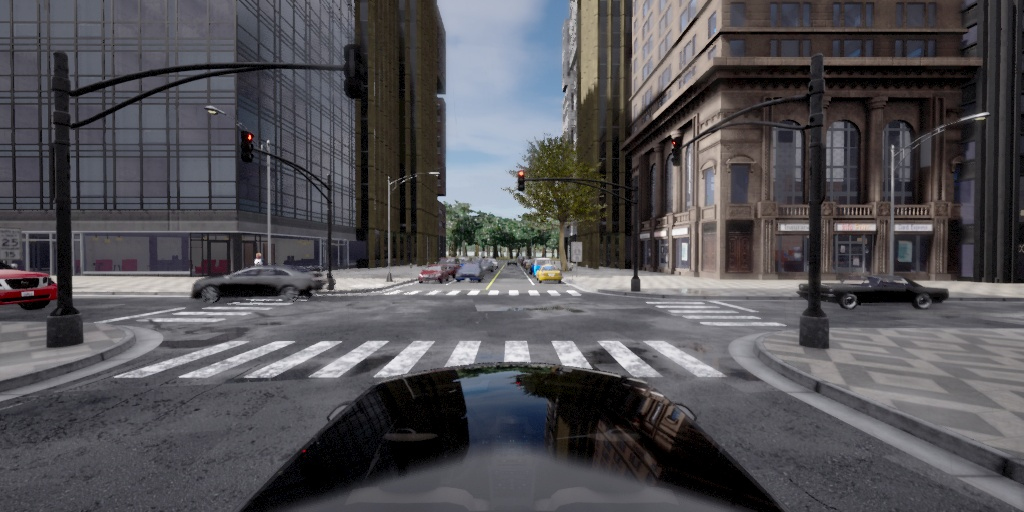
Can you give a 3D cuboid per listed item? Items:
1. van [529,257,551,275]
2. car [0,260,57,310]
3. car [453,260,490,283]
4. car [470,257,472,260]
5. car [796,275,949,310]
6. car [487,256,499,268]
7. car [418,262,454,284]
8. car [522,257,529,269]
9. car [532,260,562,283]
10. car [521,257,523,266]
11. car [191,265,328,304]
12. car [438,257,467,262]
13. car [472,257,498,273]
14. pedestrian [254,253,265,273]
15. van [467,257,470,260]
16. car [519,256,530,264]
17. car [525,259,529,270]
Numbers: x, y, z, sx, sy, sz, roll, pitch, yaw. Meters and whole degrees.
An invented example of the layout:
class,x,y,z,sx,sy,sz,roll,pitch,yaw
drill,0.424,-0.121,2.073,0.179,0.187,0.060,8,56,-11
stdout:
class,x,y,z,sx,sy,sz,roll,pitch,yaw
van,2.735,1.059,32.670,1.690,1.789,3.998,0,0,0
car,-18.383,0.841,11.542,5.566,2.045,2.150,1,1,0
car,-3.121,1.274,27.804,2.033,1.411,5.357,0,0,0
car,-5.800,1.010,44.014,2.192,1.841,5.009,0,0,0
car,14.698,1.443,14.844,4.718,1.301,1.895,0,1,0
car,-3.101,1.194,54.513,1.812,1.442,4.674,0,0,0
car,-5.785,1.310,26.973,1.802,1.307,4.207,0,0,0
car,2.721,1.207,49.879,1.751,1.417,4.829,0,0,0
car,2.740,1.253,27.160,1.751,1.417,4.829,0,0,0
car,2.716,1.211,55.388,1.888,1.381,4.507,0,0,0
car,-10.539,1.140,15.201,4.902,1.511,2.128,0,1,-9
car,-5.790,1.033,32.654,2.192,1.841,5.009,0,0,0
car,-3.129,1.192,42.452,2.128,1.511,4.902,0,0,0
pedestrian,-12.537,0.740,17.796,0.375,1.860,0.375,0,0,0
van,-5.795,1.049,38.334,1.690,1.789,3.998,0,0,0
car,2.711,1.201,61.067,2.007,1.370,4.403,0,0,0
car,2.730,1.274,38.349,1.948,1.339,4.313,0,0,0
